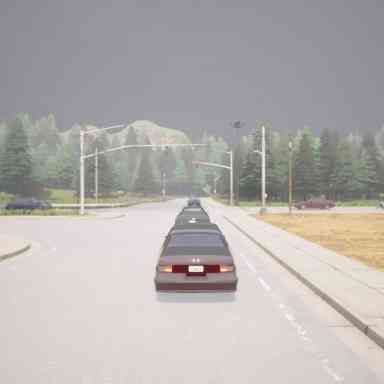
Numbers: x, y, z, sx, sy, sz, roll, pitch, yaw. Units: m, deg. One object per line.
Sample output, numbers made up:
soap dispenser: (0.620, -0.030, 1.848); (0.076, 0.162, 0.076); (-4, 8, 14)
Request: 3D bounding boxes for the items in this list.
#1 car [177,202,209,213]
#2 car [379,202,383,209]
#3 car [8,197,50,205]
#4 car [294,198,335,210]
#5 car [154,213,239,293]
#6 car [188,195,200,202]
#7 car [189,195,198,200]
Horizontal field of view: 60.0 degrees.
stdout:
car: (0.067, 1.530, 19.578); (1.994, 1.385, 4.181); (0, 0, 1)
car: (25.042, 1.391, 40.014); (4.674, 1.442, 1.812); (0, 0, 1)
car: (-18.041, 1.386, 37.140); (4.553, 1.767, 2.097); (0, 0, 1)
car: (14.763, 1.430, 40.209); (4.674, 1.442, 1.812); (0, 0, 1)
car: (0.085, 1.535, 8.971); (2.033, 1.411, 5.357); (0, 0, 0)
car: (0.274, 1.513, 51.945); (1.895, 1.301, 4.718); (0, 0, -2)
car: (0.413, 1.404, 86.429); (1.994, 1.385, 4.181); (0, 0, 2)
